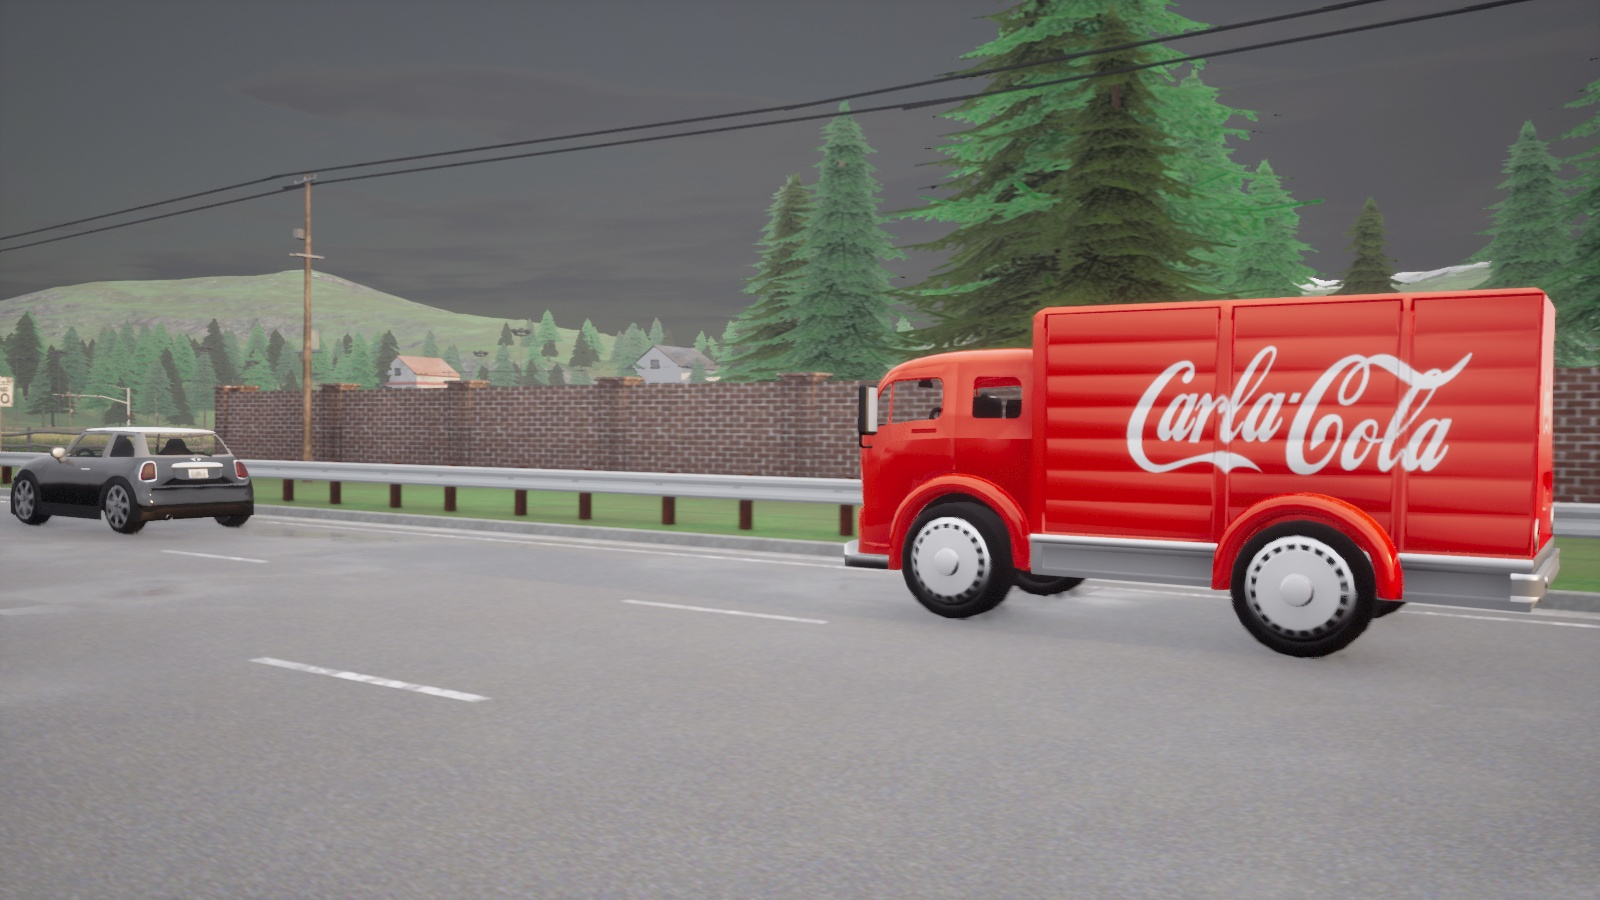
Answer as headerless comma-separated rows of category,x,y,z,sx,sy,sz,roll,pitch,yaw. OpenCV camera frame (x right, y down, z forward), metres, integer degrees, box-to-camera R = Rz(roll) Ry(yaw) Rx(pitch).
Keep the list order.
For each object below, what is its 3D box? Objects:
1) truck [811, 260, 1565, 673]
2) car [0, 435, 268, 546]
truck,2.998,0.081,10.025,5.204,2.467,2.627,0,1,34
car,-9.935,0.533,18.626,3.806,1.475,1.970,0,1,34
